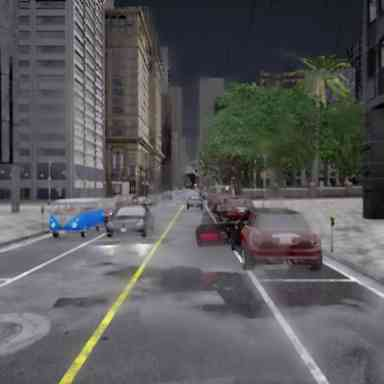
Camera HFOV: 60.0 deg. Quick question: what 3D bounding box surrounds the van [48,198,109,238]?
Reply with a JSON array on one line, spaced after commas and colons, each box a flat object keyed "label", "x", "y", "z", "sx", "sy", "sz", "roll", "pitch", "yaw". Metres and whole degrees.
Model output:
[{"label": "van", "x": -5.647, "y": 1.216, "z": 16.579, "sx": 1.690, "sy": 1.788, "sz": 3.998, "roll": 0, "pitch": 0, "yaw": 0}]

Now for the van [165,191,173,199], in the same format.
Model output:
[{"label": "van", "x": -5.228, "y": 0.724, "z": 75.995, "sx": 1.690, "sy": 1.788, "sz": 3.998, "roll": 0, "pitch": 1, "yaw": 0}]

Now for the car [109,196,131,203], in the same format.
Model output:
[{"label": "car", "x": -5.609, "y": 1.274, "z": 22.068, "sx": 1.967, "sy": 1.590, "sz": 4.097, "roll": 0, "pitch": 0, "yaw": 0}]

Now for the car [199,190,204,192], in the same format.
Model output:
[{"label": "car", "x": 3.335, "y": 0.775, "z": 81.337, "sx": 1.967, "sy": 1.590, "sz": 4.097, "roll": 0, "pitch": 1, "yaw": 0}]

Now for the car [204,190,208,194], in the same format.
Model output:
[{"label": "car", "x": 3.071, "y": 0.983, "z": 43.939, "sx": 2.192, "sy": 1.841, "sz": 5.009, "roll": 0, "pitch": 0, "yaw": 0}]

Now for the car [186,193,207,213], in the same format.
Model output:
[{"label": "car", "x": 0.340, "y": 1.203, "z": 38.363, "sx": 2.128, "sy": 1.511, "sz": 4.902, "roll": 0, "pitch": 0, "yaw": 0}]

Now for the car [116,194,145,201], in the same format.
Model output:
[{"label": "car", "x": -5.570, "y": 1.109, "z": 27.554, "sx": 2.192, "sy": 1.841, "sz": 5.009, "roll": 0, "pitch": 0, "yaw": 0}]

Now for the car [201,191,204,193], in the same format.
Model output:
[{"label": "car", "x": 3.258, "y": 1.000, "z": 70.498, "sx": 1.947, "sy": 1.339, "sz": 4.313, "roll": 0, "pitch": 1, "yaw": 0}]

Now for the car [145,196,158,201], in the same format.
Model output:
[{"label": "car", "x": -5.454, "y": 1.231, "z": 44.019, "sx": 1.947, "sy": 1.339, "sz": 4.313, "roll": 0, "pitch": 0, "yaw": 0}]

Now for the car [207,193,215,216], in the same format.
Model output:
[{"label": "car", "x": 2.994, "y": 1.070, "z": 32.965, "sx": 2.192, "sy": 1.841, "sz": 5.009, "roll": 0, "pitch": 0, "yaw": 0}]

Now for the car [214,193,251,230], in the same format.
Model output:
[{"label": "car", "x": 2.916, "y": 1.151, "z": 21.993, "sx": 2.192, "sy": 1.841, "sz": 5.009, "roll": 0, "pitch": 0, "yaw": 0}]

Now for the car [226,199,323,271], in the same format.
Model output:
[{"label": "car", "x": 2.464, "y": 1.271, "z": 10.801, "sx": 2.097, "sy": 1.767, "sz": 4.553, "roll": 0, "pitch": 0, "yaw": 0}]

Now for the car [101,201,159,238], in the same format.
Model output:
[{"label": "car", "x": -2.983, "y": 1.398, "z": 16.937, "sx": 1.812, "sy": 1.442, "sz": 4.674, "roll": 0, "pitch": 0, "yaw": 0}]

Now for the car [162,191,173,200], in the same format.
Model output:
[{"label": "car", "x": -5.266, "y": 0.747, "z": 70.575, "sx": 2.192, "sy": 1.841, "sz": 5.009, "roll": 0, "pitch": 1, "yaw": 0}]

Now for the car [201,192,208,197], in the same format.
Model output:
[{"label": "car", "x": 3.411, "y": 0.813, "z": 92.178, "sx": 1.802, "sy": 1.307, "sz": 4.206, "roll": 0, "pitch": 1, "yaw": 0}]
